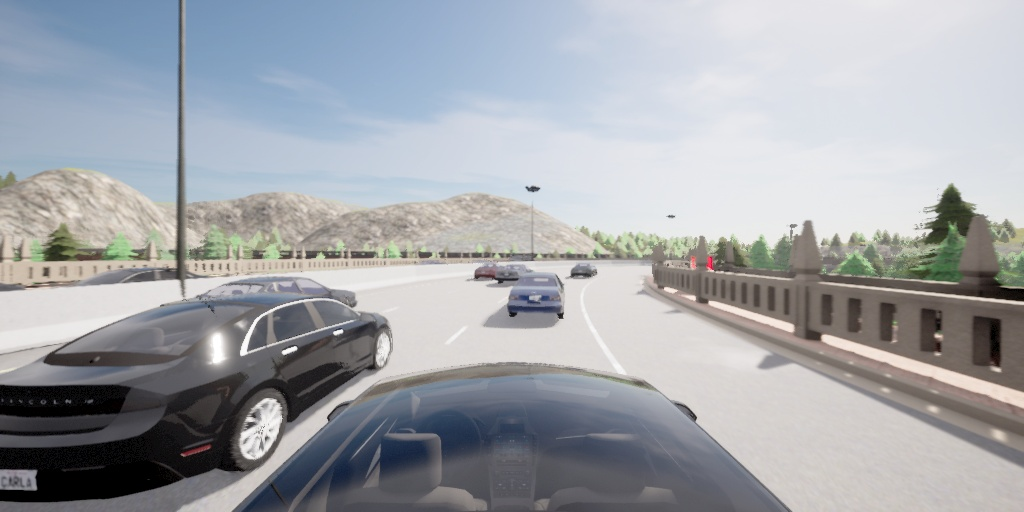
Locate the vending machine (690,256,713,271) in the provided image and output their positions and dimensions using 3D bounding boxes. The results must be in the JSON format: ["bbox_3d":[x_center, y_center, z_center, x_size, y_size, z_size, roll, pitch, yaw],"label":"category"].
[{"bbox_3d":[9.956,0.983,18.855,1.100,2.100,0.880,0,0,13],"label":"vending machine"}]

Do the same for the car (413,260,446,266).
[{"bbox_3d":[-10.647,1.225,46.876,2.033,1.411,5.357,0,0,25],"label":"car"}]

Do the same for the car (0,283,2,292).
[{"bbox_3d":[-17.029,1.231,10.093,1.994,1.385,4.181,0,0,6],"label":"car"}]

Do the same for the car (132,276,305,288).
[{"bbox_3d":[-6.403,1.264,9.845,2.033,1.411,5.357,0,0,6],"label":"car"}]

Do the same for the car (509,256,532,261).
[{"bbox_3d":[1.009,0.949,53.636,2.150,2.045,5.566,0,0,32],"label":"car"}]

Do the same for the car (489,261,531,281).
[{"bbox_3d":[0.353,1.286,26.346,2.033,1.411,5.357,0,0,17],"label":"car"}]

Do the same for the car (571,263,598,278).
[{"bbox_3d":[6.914,1.329,34.139,1.994,1.385,4.181,0,0,22],"label":"car"}]

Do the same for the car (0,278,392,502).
[{"bbox_3d":[-3.206,1.238,4.806,1.837,1.490,4.892,0,0,2],"label":"car"}]

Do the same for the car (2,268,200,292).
[{"bbox_3d":[-13.264,1.188,12.540,1.837,1.490,4.892,0,0,7],"label":"car"}]

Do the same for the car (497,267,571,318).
[{"bbox_3d":[1.020,1.296,13.135,2.033,1.411,5.357,0,0,8],"label":"car"}]

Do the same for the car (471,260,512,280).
[{"bbox_3d":[-1.712,1.291,31.091,1.994,1.385,4.181,0,0,19],"label":"car"}]
